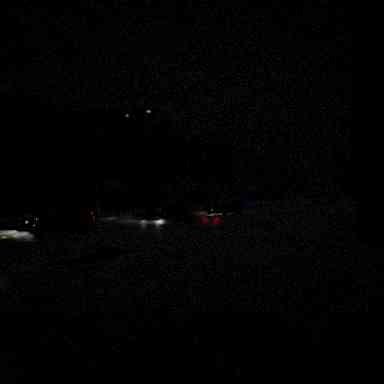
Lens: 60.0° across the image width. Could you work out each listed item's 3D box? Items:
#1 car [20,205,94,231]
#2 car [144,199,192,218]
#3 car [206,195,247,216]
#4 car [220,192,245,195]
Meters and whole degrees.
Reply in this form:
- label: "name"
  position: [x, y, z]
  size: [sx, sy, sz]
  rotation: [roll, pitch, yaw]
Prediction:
- label: "car"
  position: [-8.032, 1.484, 20.096]
  size: [1.994, 1.385, 4.181]
  rotation: [0, 0, 35]
- label: "car"
  position: [-1.958, 1.332, 28.627]
  size: [1.882, 1.535, 5.008]
  rotation: [0, 0, 35]
- label: "car"
  position: [3.125, 1.326, 30.696]
  size: [2.128, 1.511, 4.902]
  rotation: [0, 0, 36]
- label: "car"
  position: [4.202, 1.026, 37.266]
  size: [2.150, 2.045, 5.566]
  rotation: [0, 0, 36]
